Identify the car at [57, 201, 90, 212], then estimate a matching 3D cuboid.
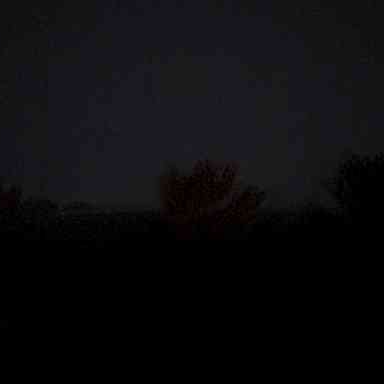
[{"bbox_3d":[-17.051,2.100,47.711,1.837,1.490,4.892,-2,-1,36],"label":"car"}]
